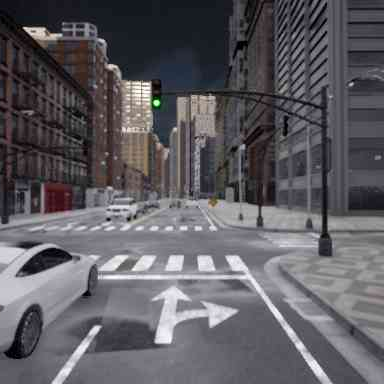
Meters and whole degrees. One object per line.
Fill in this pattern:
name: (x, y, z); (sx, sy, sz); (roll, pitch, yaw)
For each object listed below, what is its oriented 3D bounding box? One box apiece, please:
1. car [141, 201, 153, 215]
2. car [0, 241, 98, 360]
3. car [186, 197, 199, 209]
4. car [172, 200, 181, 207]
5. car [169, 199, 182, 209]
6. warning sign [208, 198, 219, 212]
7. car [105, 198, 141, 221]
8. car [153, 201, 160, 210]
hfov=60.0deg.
car: (-6.612, 2.019, 41.821); (2.128, 1.511, 4.902); (0, -1, 0)
car: (-3.143, 1.605, 5.964); (1.812, 1.442, 4.674); (0, -1, 1)
car: (0.029, 1.967, 60.083); (2.150, 2.045, 5.566); (0, -1, 0)
car: (-3.262, 2.385, 71.454); (1.837, 1.490, 4.892); (0, -1, 0)
car: (-3.166, 2.303, 60.858); (2.033, 1.411, 5.357); (0, -1, 0)
warning sign: (2.835, 1.669, 44.077); (1.300, 1.860, 1.060); (0, -1, 0)
car: (-6.614, 1.628, 31.806); (2.150, 2.045, 5.566); (0, -1, 0)
car: (-6.588, 2.257, 57.050); (2.033, 1.411, 5.357); (0, -1, 0)
